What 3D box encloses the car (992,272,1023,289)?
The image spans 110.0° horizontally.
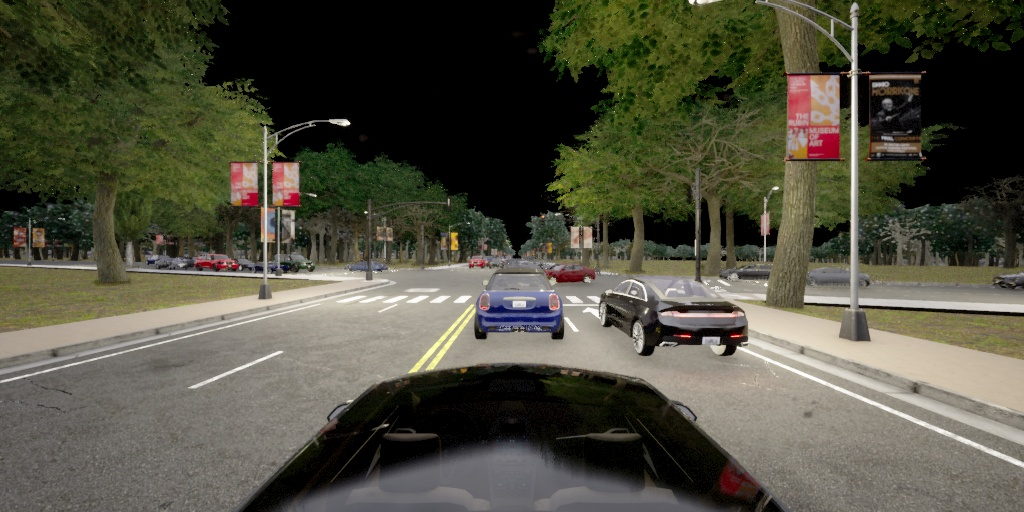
[{"bbox_3d":[34.070,1.457,22.545,4.892,1.490,1.837,0,0,24],"label":"car"}]

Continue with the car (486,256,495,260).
[{"bbox_3d":[-2.387,1.108,55.916,2.097,1.767,4.553,0,0,1],"label":"car"}]

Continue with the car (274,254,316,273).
[{"bbox_3d":[-25.532,0.840,41.835,5.566,2.045,2.150,0,0,24],"label":"car"}]

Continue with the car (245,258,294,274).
[{"bbox_3d":[-26.025,1.225,38.478,4.718,1.301,1.895,0,0,27],"label":"car"}]

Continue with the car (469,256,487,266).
[{"bbox_3d":[-5.616,0.978,57.984,2.150,2.045,5.566,0,0,1],"label":"car"}]

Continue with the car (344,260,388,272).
[{"bbox_3d":[-17.027,1.204,41.786,5.357,1.411,2.033,0,0,24],"label":"car"}]

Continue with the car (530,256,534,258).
[{"bbox_3d":[4.431,1.249,63.173,2.128,1.511,4.902,0,0,1],"label":"car"}]

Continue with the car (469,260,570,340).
[{"bbox_3d":[0.194,1.102,10.170,2.097,1.767,4.553,0,0,1],"label":"car"}]

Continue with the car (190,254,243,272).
[{"bbox_3d":[-35.091,0.797,42.535,5.566,2.045,2.150,0,0,24],"label":"car"}]

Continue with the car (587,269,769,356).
[{"bbox_3d":[3.430,1.241,8.582,2.128,1.511,4.902,0,0,0],"label":"car"}]

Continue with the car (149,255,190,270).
[{"bbox_3d":[-44.284,1.021,46.655,4.902,1.511,2.128,0,0,24],"label":"car"}]

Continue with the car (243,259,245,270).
[{"bbox_3d":[-34.693,1.075,45.925,4.892,1.490,1.837,0,0,24],"label":"car"}]

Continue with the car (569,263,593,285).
[{"bbox_3d":[3.689,1.265,25.782,5.008,1.535,1.882,0,0,-28],"label":"car"}]

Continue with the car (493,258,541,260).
[{"bbox_3d":[0.915,1.240,37.339,4.902,1.511,2.128,0,0,24],"label":"car"}]

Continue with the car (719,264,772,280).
[{"bbox_3d":[19.546,1.368,29.027,4.892,1.490,1.837,0,0,24],"label":"car"}]

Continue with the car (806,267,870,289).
[{"bbox_3d":[21.581,1.448,24.559,4.181,1.385,1.994,0,0,24],"label":"car"}]
